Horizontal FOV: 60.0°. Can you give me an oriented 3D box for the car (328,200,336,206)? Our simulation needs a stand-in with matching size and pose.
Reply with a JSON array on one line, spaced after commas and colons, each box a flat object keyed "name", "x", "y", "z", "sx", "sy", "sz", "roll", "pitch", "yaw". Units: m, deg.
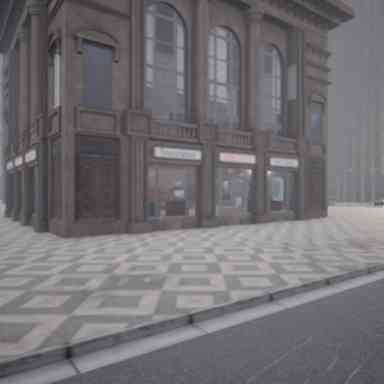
[{"name": "car", "x": 20.602, "y": 1.607, "z": 52.987, "sx": 1.887, "sy": 1.381, "sz": 4.507, "roll": 0, "pitch": 0, "yaw": -36}]

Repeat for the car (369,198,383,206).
[{"name": "car", "x": 30.827, "y": 1.645, "z": 53.479, "sx": 1.947, "sy": 1.339, "sz": 4.313, "roll": 0, "pitch": 0, "yaw": -36}]
